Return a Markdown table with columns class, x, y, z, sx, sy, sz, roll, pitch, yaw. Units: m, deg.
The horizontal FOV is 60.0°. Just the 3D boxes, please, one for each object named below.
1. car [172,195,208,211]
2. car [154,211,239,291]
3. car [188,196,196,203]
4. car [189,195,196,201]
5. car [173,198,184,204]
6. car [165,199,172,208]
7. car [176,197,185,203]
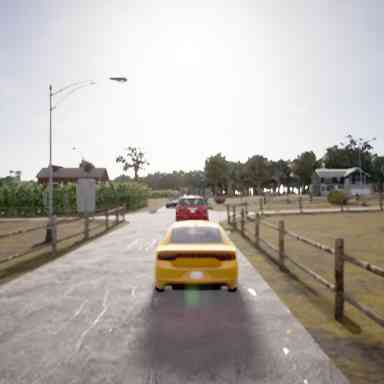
| class | x | y | z | sx | sy | sz | roll | pitch | yaw |
| --- | --- | --- | --- | --- | --- | --- | --- | --- | --- |
| car | -0.117 | 1.320 | 23.639 | 2.150 | 2.045 | 5.566 | 0 | 0 | -3 |
| car | 0.098 | 1.521 | 9.164 | 1.882 | 1.535 | 5.008 | 0 | 0 | 0 |
| car | 0.012 | 1.741 | 80.468 | 1.837 | 1.490 | 4.892 | 0 | 0 | 0 |
| car | 0.016 | 1.588 | 90.899 | 1.882 | 1.535 | 5.008 | 0 | 0 | 0 |
| car | -2.745 | 1.817 | 68.022 | 1.895 | 1.301 | 4.718 | 0 | 0 | 0 |
| car | -2.839 | 1.735 | 50.099 | 1.994 | 1.385 | 4.181 | 0 | 0 | 0 |
| car | -2.739 | 1.841 | 79.038 | 1.895 | 1.301 | 4.718 | 0 | 0 | 0 |
